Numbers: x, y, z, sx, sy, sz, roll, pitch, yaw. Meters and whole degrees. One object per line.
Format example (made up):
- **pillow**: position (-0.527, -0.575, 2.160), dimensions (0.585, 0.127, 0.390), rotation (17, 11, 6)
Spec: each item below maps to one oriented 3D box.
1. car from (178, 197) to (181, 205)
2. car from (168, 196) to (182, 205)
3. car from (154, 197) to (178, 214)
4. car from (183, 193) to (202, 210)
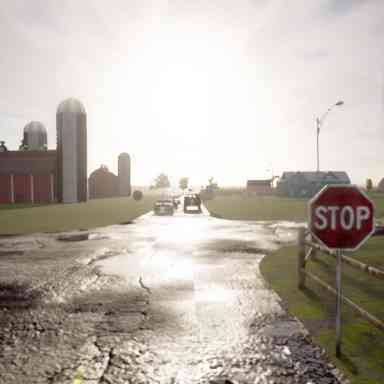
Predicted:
- **car**: position (-2.910, 1.544, 45.137), dimensions (1.994, 1.385, 4.181), rotation (0, 0, 0)
- **car**: position (-2.909, 1.523, 58.329), dimensions (2.033, 1.411, 5.357), rotation (0, 0, 0)
- **car**: position (-2.894, 1.476, 35.066), dimensions (2.128, 1.511, 4.902), rotation (0, 0, 0)
- **car**: position (0.038, 1.202, 42.955), dimensions (2.150, 2.045, 5.566), rotation (0, 0, 0)
